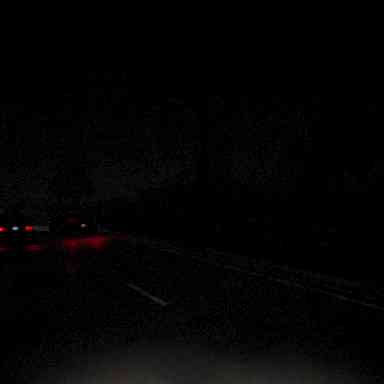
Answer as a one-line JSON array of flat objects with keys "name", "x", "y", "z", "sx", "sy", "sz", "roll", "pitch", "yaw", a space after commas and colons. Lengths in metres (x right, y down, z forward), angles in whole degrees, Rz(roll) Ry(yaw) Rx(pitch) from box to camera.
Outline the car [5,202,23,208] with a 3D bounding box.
[{"name": "car", "x": -25.054, "y": 2.106, "z": 46.786, "sx": 1.812, "sy": 1.442, "sz": 4.674, "roll": 1, "pitch": -2, "yaw": -36}]

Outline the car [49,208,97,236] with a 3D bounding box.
[{"name": "car", "x": -7.398, "y": 1.736, "z": 20.468, "sx": 1.882, "sy": 1.535, "sz": 5.008, "roll": 1, "pitch": -1, "yaw": -34}]

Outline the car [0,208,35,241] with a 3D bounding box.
[{"name": "car", "x": -9.537, "y": 1.763, "z": 17.376, "sx": 2.033, "sy": 1.411, "sz": 5.357, "roll": 1, "pitch": -1, "yaw": -34}]
